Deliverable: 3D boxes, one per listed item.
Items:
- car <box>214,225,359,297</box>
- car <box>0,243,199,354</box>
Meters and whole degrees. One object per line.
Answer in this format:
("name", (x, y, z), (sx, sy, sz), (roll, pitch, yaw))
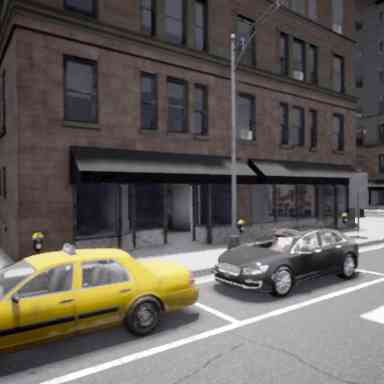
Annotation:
("car", (2.551, 1.565, 8.478), (4.403, 1.369, 2.008), (0, -1, -35))
("car", (-2.155, 1.528, 5.123), (4.829, 1.417, 1.752), (0, -1, -35))
